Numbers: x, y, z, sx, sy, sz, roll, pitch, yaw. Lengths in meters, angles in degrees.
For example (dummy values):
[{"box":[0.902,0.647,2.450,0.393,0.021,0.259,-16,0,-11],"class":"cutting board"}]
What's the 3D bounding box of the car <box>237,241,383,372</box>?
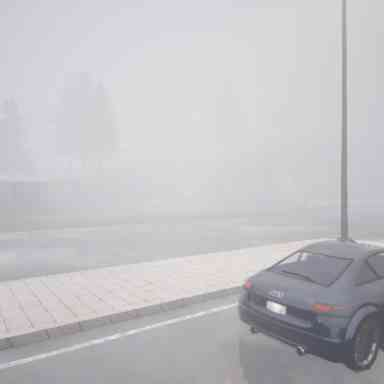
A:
[{"box":[2.787,1.564,5.734,4.181,1.385,1.994,0,0,-36],"class":"car"}]
